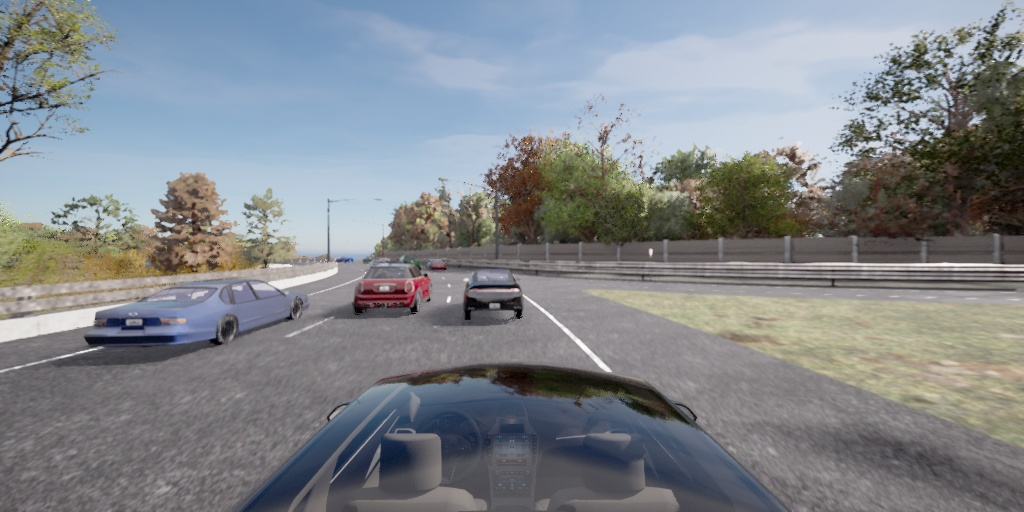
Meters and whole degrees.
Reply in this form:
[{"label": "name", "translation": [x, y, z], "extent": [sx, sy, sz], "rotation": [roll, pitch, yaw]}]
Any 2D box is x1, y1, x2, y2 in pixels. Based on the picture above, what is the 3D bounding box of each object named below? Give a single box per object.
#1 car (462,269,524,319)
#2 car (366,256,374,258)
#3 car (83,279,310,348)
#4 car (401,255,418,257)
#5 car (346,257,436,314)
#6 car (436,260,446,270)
[{"label": "car", "translation": [-0.710, 1.199, 12.649], "extent": [2.128, 1.511, 4.902], "rotation": [0, 0, -5]}, {"label": "car", "translation": [-16.895, 1.117, 45.334], "extent": [2.128, 1.511, 4.902], "rotation": [0, 0, -24]}, {"label": "car", "translation": [-7.360, 1.290, 9.282], "extent": [2.033, 1.411, 5.357], "rotation": [0, 0, -5]}, {"label": "car", "translation": [-13.088, 0.834, 45.472], "extent": [2.150, 2.045, 5.566], "rotation": [0, 0, -24]}, {"label": "car", "translation": [-4.340, 1.067, 13.745], "extent": [2.097, 1.767, 4.553], "rotation": [0, 0, -5]}, {"label": "car", "translation": [-10.070, 1.160, 47.184], "extent": [1.994, 1.385, 4.181], "rotation": [0, 0, -24]}]
